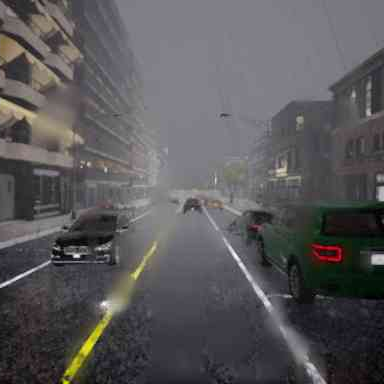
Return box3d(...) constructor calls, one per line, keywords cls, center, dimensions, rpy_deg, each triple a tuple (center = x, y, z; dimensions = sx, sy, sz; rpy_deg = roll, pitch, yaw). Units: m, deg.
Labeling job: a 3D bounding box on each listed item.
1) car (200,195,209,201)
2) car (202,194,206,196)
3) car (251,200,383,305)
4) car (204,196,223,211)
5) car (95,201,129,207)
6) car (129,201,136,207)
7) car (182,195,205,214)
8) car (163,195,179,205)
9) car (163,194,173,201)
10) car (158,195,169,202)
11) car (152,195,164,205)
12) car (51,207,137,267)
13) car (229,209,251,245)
box3d(cls="car", center=(2.670, 1.348, 73.074), dimensions=(1.802, 1.307, 4.206), rpy_deg=(-1, 0, 0))
box3d(cls="car", center=(2.673, 1.381, 50.364), dimensions=(1.887, 1.381, 4.507), rpy_deg=(-1, 0, 0))
box3d(cls="car", center=(3.105, 1.200, 8.176), dimensions=(2.150, 2.045, 5.566), rpy_deg=(0, 0, 0))
box3d(cls="car", center=(2.675, 1.396, 39.179), dimensions=(1.752, 1.417, 4.829), rpy_deg=(-1, 0, 0))
box3d(cls="car", center=(-5.703, 1.471, 22.004), dimensions=(1.887, 1.381, 4.507), rpy_deg=(-1, 0, 0))
box3d(cls="car", center=(-5.704, 1.458, 27.682), dimensions=(2.008, 1.369, 4.403), rpy_deg=(-1, 0, 0))
box3d(cls="car", center=(0.074, 1.390, 34.259), dimensions=(1.837, 1.490, 4.892), rpy_deg=(0, 0, 0))
box3d(cls="car", center=(-3.060, 1.426, 53.812), dimensions=(1.895, 1.301, 4.718), rpy_deg=(0, 0, 1))
box3d(cls="car", center=(-5.711, 1.300, 78.778), dimensions=(2.008, 1.369, 4.403), rpy_deg=(-1, 0, 0))
box3d(cls="car", center=(-5.710, 1.349, 67.424), dimensions=(1.947, 1.339, 4.313), rpy_deg=(-1, 0, 0))
box3d(cls="car", center=(-5.708, 1.363, 56.069), dimensions=(1.887, 1.381, 4.507), rpy_deg=(-1, 0, 0))
box3d(cls="car", center=(-3.101, 1.466, 11.388), dimensions=(1.837, 1.490, 4.892), rpy_deg=(0, 0, 0))
box3d(cls="car", center=(3.088, 1.474, 15.278), dimensions=(1.812, 1.442, 4.674), rpy_deg=(0, 0, -3))
